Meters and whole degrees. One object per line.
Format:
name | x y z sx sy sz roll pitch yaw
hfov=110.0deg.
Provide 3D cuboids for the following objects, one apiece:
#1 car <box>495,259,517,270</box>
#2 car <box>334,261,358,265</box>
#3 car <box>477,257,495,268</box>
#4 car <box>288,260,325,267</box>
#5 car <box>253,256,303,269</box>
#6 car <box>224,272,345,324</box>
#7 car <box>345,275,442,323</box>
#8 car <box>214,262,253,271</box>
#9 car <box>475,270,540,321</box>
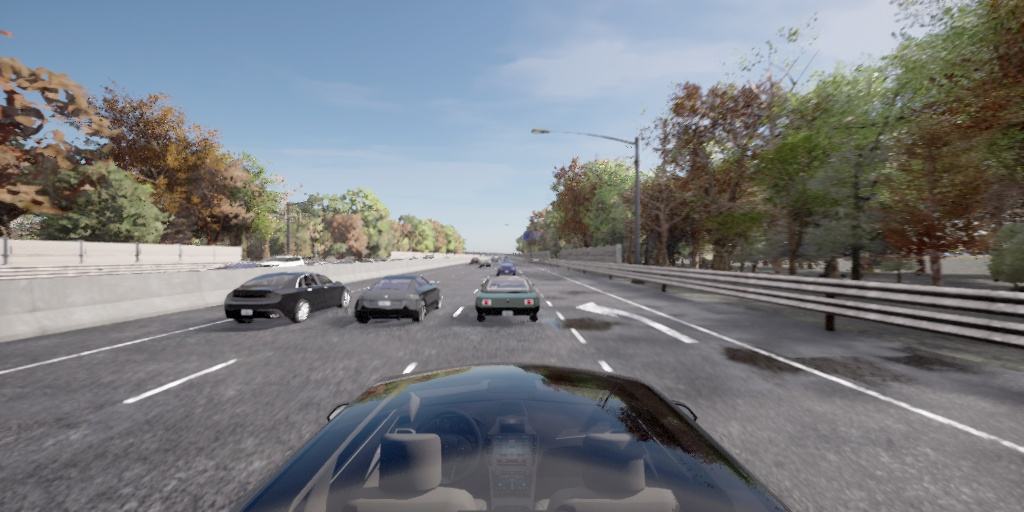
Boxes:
car | -0.513 1.258 35.606 1.812 1.442 4.674 0 0 -1
car | -18.141 1.272 39.353 1.837 1.490 4.892 0 0 -1
car | -4.420 1.328 61.415 1.895 1.301 4.718 0 0 -1
car | -21.634 1.375 38.808 1.895 1.301 4.718 0 0 0
car | -25.136 1.002 39.414 2.150 2.045 5.566 0 0 0
car | -7.150 1.266 12.045 1.837 1.490 4.892 0 0 -1
car | -3.655 1.316 12.190 1.994 1.385 4.181 0 0 -1
car | -28.611 1.336 37.919 2.033 1.411 5.357 0 0 0
car | -0.153 1.345 12.420 1.895 1.301 4.718 0 0 -1
